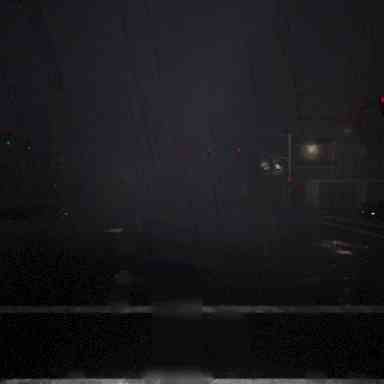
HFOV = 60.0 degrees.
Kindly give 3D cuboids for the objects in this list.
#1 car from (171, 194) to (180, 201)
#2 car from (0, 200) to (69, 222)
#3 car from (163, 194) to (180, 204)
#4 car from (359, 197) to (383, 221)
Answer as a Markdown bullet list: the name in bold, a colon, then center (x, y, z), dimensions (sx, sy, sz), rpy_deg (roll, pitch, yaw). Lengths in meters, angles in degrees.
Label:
- **car**: center (-3.533, 1.208, 71.470), dimensions (1.812, 1.442, 4.674), rpy_deg (0, 0, 0)
- **car**: center (-11.827, 1.391, 24.895), dimensions (4.892, 1.490, 1.837), rpy_deg (0, 0, -1)
- **car**: center (-3.599, 1.108, 55.215), dimensions (2.097, 1.767, 4.553), rpy_deg (0, 0, 0)
- **car**: center (15.698, 1.126, 25.182), dimensions (5.566, 2.045, 2.150), rpy_deg (0, 0, -1)
